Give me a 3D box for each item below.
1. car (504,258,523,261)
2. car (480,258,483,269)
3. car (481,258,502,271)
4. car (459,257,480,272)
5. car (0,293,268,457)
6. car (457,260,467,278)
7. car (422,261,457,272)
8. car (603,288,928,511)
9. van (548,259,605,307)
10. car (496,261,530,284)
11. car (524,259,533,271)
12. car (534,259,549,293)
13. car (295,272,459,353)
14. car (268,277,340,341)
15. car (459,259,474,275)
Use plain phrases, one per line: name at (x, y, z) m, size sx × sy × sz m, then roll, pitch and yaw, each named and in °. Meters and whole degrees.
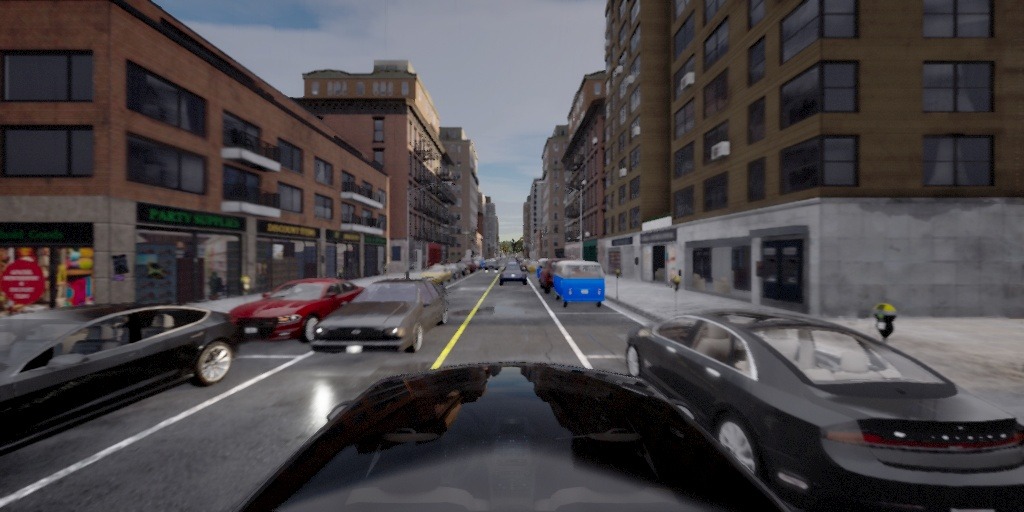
car at (0.079, 1.279, 44.467) m, size 1.812 × 1.442 × 4.674 m, roll 0°, pitch 0°, yaw 0°
car at (-5.410, 1.335, 52.934) m, size 1.802 × 1.307 × 4.207 m, roll 0°, pitch 0°, yaw 0°
car at (-2.838, 1.317, 50.473) m, size 1.994 × 1.385 × 4.181 m, roll 0°, pitch 0°, yaw 0°
car at (-5.409, 1.067, 42.122) m, size 2.192 × 1.841 × 5.009 m, roll 0°, pitch 0°, yaw 0°
car at (-5.405, 1.316, 4.278) m, size 1.948 × 1.339 × 4.313 m, roll 0°, pitch 0°, yaw 0°
car at (-5.408, 1.302, 31.309) m, size 2.007 × 1.370 × 4.403 m, roll 0°, pitch 0°, yaw 0°
car at (-5.407, 1.277, 25.734) m, size 1.751 × 1.417 × 4.829 m, roll 0°, pitch 0°, yaw 0°
car at (2.699, 1.301, 4.282) m, size 2.007 × 1.370 × 4.403 m, roll 0°, pitch 0°, yaw 0°
van at (2.686, 1.092, 15.095) m, size 1.690 × 1.789 × 3.998 m, roll 0°, pitch 0°, yaw 0°
car at (0.080, 1.316, 26.681) m, size 1.994 × 1.385 × 4.181 m, roll 0°, pitch 0°, yaw 0°
car at (2.651, 1.278, 42.296) m, size 1.751 × 1.417 × 4.829 m, roll 0°, pitch 0°, yaw 0°
car at (2.679, 1.067, 20.501) m, size 2.192 × 1.841 × 5.009 m, roll 0°, pitch 0°, yaw 0°
car at (-2.840, 1.298, 9.122) m, size 2.033 × 1.411 × 5.357 m, roll 0°, pitch 0°, yaw 0°
car at (-5.406, 1.296, 9.684) m, size 1.888 × 1.381 × 4.507 m, roll 0°, pitch 0°, yaw 0°
car at (-5.409, 1.318, 36.715) m, size 1.948 × 1.339 × 4.313 m, roll 0°, pitch 0°, yaw 0°
